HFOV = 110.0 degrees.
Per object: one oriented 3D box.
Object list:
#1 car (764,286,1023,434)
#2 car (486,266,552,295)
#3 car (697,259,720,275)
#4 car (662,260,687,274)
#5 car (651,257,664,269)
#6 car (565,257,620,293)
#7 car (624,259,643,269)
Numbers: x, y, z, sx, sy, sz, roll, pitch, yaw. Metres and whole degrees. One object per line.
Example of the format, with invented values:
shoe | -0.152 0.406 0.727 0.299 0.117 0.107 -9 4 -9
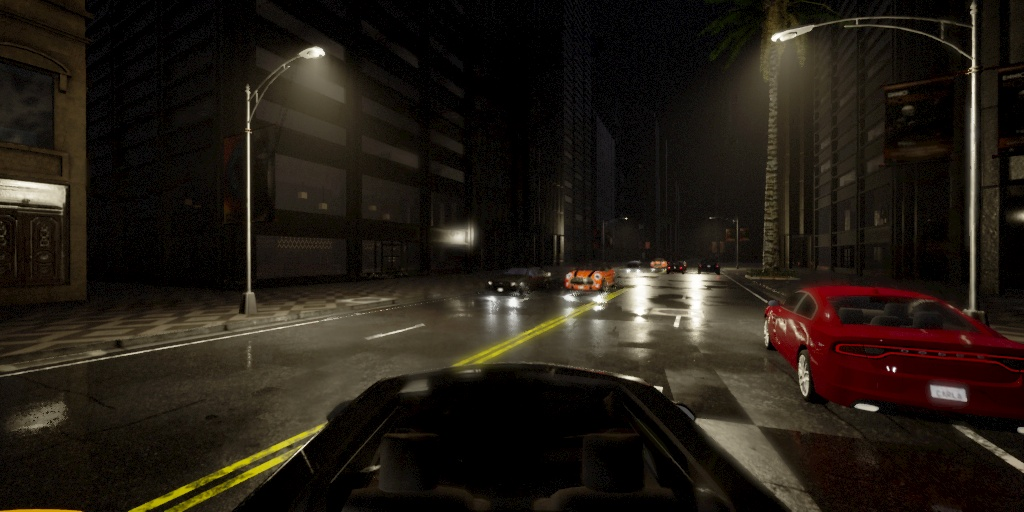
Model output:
car | 5.508 1.228 5.796 1.882 1.535 5.008 0 0 27
car | 0.624 1.301 20.343 2.033 1.411 5.357 0 0 27
car | 21.861 1.123 39.943 2.097 1.767 4.553 0 0 27
car | 18.607 1.318 40.708 2.033 1.411 5.357 0 0 27
car | 24.058 1.143 58.800 2.097 1.767 4.553 0 0 28
car | 4.732 1.107 21.229 2.097 1.767 4.553 0 0 27
car | 19.529 1.387 57.135 1.895 1.301 4.718 0 0 27
